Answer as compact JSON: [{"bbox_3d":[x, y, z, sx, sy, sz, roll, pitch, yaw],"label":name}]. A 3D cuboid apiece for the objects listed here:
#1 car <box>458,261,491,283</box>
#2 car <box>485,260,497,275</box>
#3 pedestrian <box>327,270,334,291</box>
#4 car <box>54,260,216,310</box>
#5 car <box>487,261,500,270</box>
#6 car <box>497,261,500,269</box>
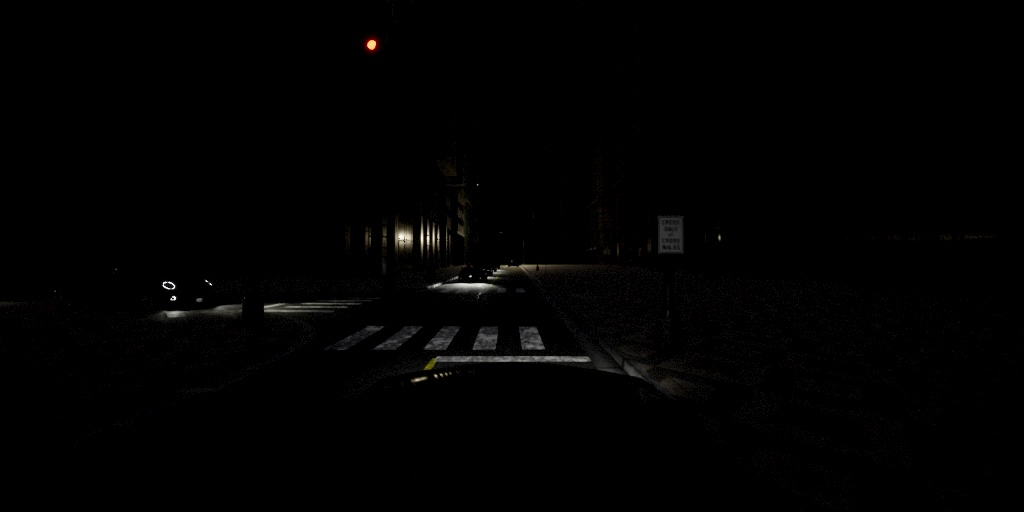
[{"bbox_3d":[-3.022,1.327,28.420,1.994,1.385,4.181,0,0,1],"label":"car"},{"bbox_3d":[-3.006,1.331,37.741,2.033,1.411,5.357,0,0,0],"label":"car"},{"bbox_3d":[-9.962,0.974,19.605,0.375,1.860,0.375,0,-1,0],"label":"pedestrian"},{"bbox_3d":[-13.812,1.042,13.342,4.553,1.767,2.097,0,-1,2],"label":"car"},{"bbox_3d":[-2.904,1.459,57.820,1.895,1.301,4.718,0,0,1],"label":"car"},{"bbox_3d":[-2.973,1.321,47.594,1.837,1.490,4.892,0,0,0],"label":"car"}]
